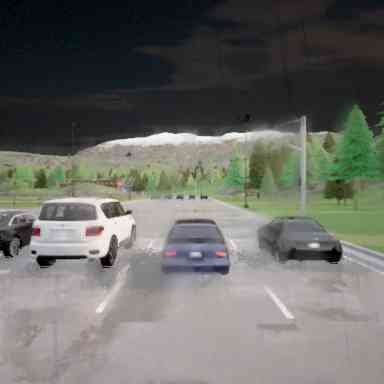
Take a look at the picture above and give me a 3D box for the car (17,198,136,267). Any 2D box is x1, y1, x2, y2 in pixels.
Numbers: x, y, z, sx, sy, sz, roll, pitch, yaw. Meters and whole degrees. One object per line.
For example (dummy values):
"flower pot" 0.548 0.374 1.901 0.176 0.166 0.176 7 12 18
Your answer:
"car" -3.405 1.201 11.429 2.150 2.045 5.566 0 0 0

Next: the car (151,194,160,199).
"car" -10.496 1.381 94.092 1.994 1.385 4.181 0 0 0

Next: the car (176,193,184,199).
"car" -3.496 1.424 93.690 1.895 1.301 4.718 0 0 0

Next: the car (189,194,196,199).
"car" 0.004 1.353 93.632 1.812 1.442 4.674 0 0 0

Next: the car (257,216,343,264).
"car" 3.597 1.543 11.816 1.994 1.385 4.181 0 0 0

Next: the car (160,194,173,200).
"car" -6.996 1.369 93.460 2.033 1.411 5.357 0 0 0

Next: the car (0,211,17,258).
"car" -6.905 1.468 12.687 2.128 1.511 4.902 0 0 0

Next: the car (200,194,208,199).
"car" 3.504 1.307 93.580 1.882 1.535 5.008 0 0 0

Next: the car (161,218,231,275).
"car" 0.094 1.528 10.386 2.033 1.411 5.357 0 0 0
